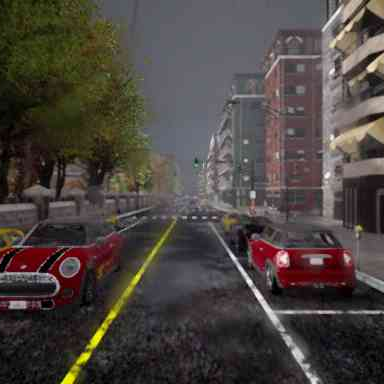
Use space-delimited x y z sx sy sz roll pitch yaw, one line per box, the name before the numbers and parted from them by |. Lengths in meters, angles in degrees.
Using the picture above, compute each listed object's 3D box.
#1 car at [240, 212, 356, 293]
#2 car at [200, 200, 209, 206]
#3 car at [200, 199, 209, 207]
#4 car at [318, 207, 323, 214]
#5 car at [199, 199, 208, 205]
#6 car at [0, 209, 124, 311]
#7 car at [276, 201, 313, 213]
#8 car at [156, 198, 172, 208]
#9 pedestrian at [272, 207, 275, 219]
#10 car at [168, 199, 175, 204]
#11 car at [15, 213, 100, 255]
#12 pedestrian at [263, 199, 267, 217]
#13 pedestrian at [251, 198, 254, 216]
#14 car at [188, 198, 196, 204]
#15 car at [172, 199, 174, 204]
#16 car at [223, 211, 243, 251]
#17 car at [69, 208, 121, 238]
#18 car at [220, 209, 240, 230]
car | 2.689 1.542 9.118 1.967 1.590 4.097 0 -1 0
car | 2.693 2.422 75.010 1.887 1.381 4.507 0 -1 0
car | 2.692 2.336 69.646 1.752 1.417 4.829 0 -1 0
car | 20.309 2.463 47.378 4.507 1.381 1.887 1 -1 0
car | 2.693 2.496 80.546 2.008 1.369 4.403 0 -1 0
car | -3.098 1.444 8.179 2.097 1.767 4.553 0 -1 0
car | 14.619 2.131 47.367 5.009 1.841 2.192 1 -1 0
car | -5.689 2.057 63.944 2.192 1.841 5.009 0 -1 0
pedestrian | 8.138 2.029 33.162 0.375 1.300 0.375 0 0 0
car | -5.686 2.665 91.614 1.802 1.307 4.206 0 -1 0
car | -5.690 1.717 14.747 2.008 1.369 4.403 0 -1 0
pedestrian | 7.138 1.587 32.566 0.375 1.860 0.375 0 0 0
pedestrian | 6.137 1.529 33.766 0.375 1.860 0.375 0 0 0
car | 0.008 2.596 89.248 1.994 1.385 4.181 0 -1 0
car | -5.688 2.318 75.012 1.967 1.590 4.097 0 -1 0
car | 2.690 1.731 14.747 1.947 1.339 4.313 0 -1 0
car | -5.691 1.754 20.208 1.752 1.417 4.829 0 -1 0
car | 2.690 1.757 20.549 1.752 1.417 4.829 0 -1 0
